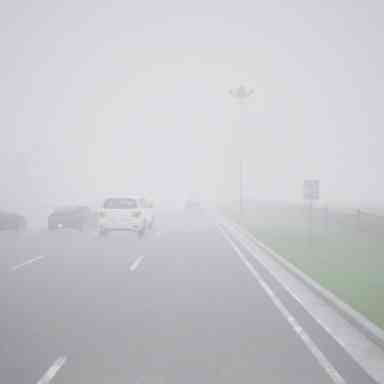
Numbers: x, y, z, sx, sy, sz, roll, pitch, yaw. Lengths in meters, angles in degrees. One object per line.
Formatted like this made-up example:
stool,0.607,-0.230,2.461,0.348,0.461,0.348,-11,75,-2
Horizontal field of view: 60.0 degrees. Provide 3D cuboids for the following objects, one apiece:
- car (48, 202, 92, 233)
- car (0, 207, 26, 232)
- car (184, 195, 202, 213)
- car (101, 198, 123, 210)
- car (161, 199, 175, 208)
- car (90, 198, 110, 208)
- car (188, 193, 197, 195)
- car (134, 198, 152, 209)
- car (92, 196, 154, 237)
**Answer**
car,-6.903,1.512,19.871,1.837,1.490,4.892,0,0,0
car,-10.404,1.498,17.072,2.128,1.511,4.902,0,0,0
car,0.096,1.495,38.091,1.882,1.535,5.008,0,0,0
car,-10.407,1.545,43.687,1.812,1.442,4.674,0,0,0
car,-3.405,1.622,48.122,1.895,1.301,4.718,0,0,0
car,-13.905,1.585,50.519,1.994,1.385,4.181,0,0,0
car,0.054,1.251,65.303,2.150,2.045,5.566,0,0,-1
car,-6.904,1.622,47.667,1.895,1.301,4.718,0,0,0
car,-3.403,1.228,18.037,2.150,2.045,5.566,0,0,0
